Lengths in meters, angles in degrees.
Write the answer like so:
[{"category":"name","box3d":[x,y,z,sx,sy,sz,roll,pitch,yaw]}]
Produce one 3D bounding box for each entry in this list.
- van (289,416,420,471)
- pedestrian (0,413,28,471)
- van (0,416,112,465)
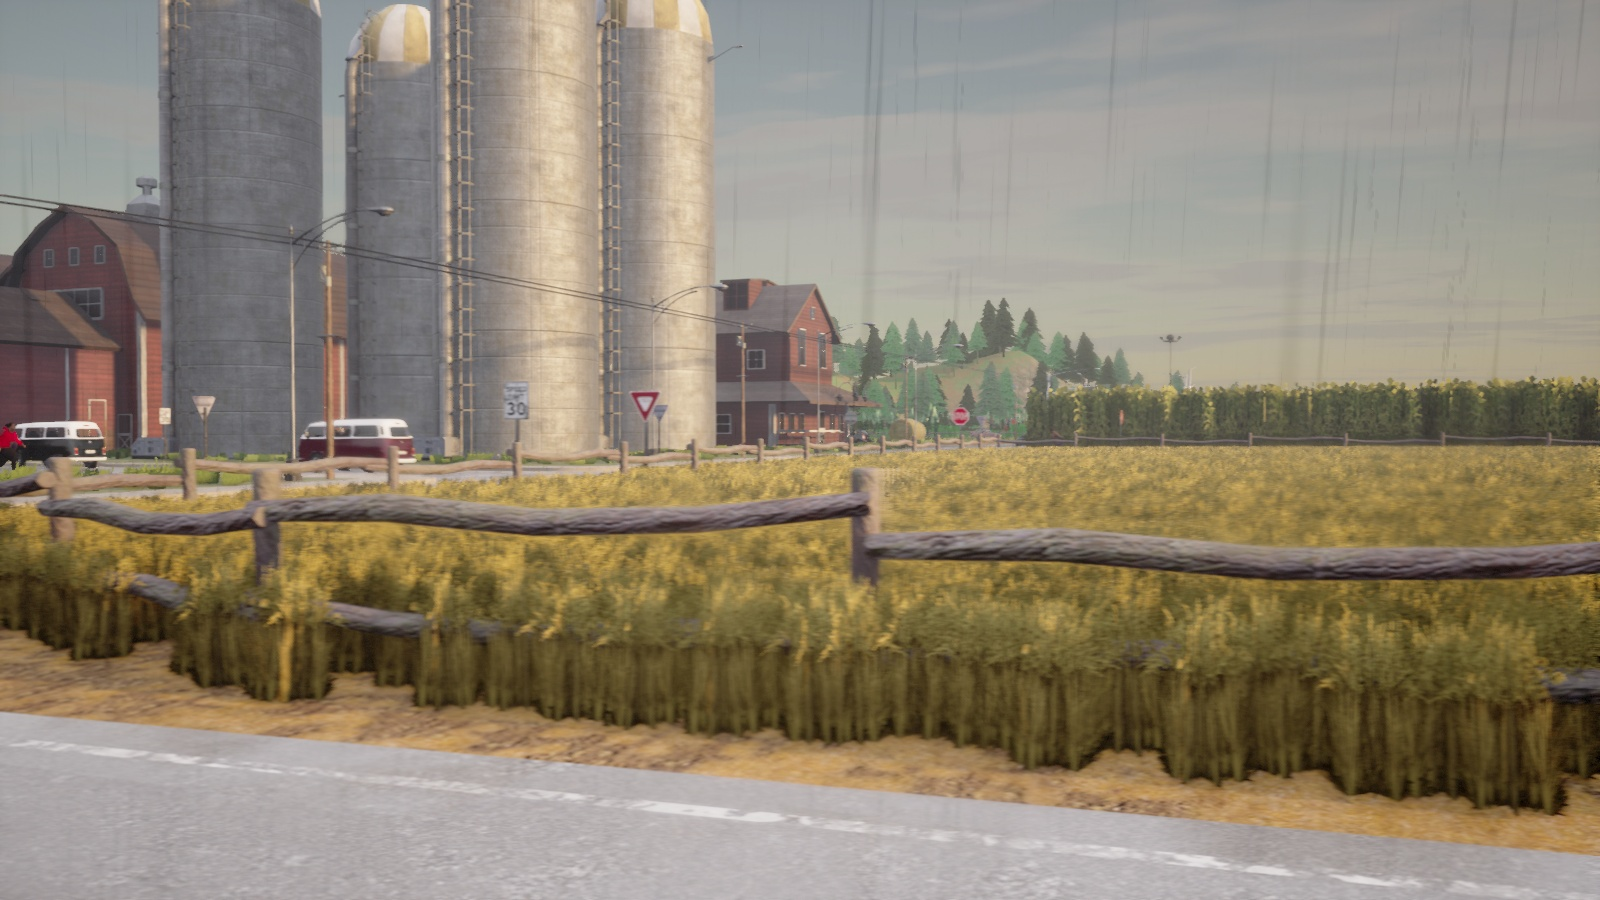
[{"category":"van","box3d":[-17.190,-0.290,48.493,4.480,2.038,2.069,1,1,20]},{"category":"pedestrian","box3d":[-25.512,-0.261,40.473,0.899,1.844,0.634,0,1,-9]},{"category":"van","box3d":[-32.293,-0.439,54.243,4.480,2.038,2.069,1,1,21]}]
